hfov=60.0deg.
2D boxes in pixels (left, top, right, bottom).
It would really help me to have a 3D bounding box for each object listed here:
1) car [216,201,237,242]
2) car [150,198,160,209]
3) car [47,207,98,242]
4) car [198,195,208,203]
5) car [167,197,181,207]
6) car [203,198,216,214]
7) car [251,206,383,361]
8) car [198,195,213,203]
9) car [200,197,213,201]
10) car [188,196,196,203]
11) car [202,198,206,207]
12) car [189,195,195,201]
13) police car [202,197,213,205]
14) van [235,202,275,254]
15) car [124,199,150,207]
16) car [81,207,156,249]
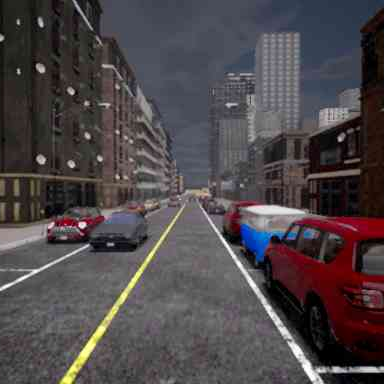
[{"bbox_3d":[2.676,1.401,16.802,2.192,1.841,5.009,-1,0,0],"label":"car"},{"bbox_3d":[-5.693,1.742,43.286,1.752,1.417,4.829,-1,0,0],"label":"car"},{"bbox_3d":[-5.701,1.526,16.811,1.967,1.590,4.097,-1,0,0],"label":"car"},{"bbox_3d":[2.662,1.715,82.562,2.192,1.841,5.009,-1,0,0],"label":"car"},{"bbox_3d":[-3.045,1.633,56.688,2.097,1.767,4.553,0,0,0],"label":"car"},{"bbox_3d":[2.687,1.751,37.932,2.008,1.369,4.403,-1,0,0],"label":"car"},{"bbox_3d":[2.673,1.347,5.988,2.192,1.841,5.009,-1,0,0],"label":"car"},{"bbox_3d":[2.654,1.587,54.664,2.192,1.841,5.009,-1,0,0],"label":"car"},{"bbox_3d":[2.657,1.811,49.083,1.947,1.339,4.313,-1,0,0],"label":"car"},{"bbox_3d":[0.022,1.764,78.538,2.128,1.511,4.902,0,0,0],"label":"car"},{"bbox_3d":[2.655,1.784,43.504,1.947,1.339,4.313,-1,0,0],"label":"car"},{"bbox_3d":[0.026,1.749,95.552,1.882,1.535,5.008,0,0,0],"label":"car"},{"bbox_3d":[3.018,1.749,65.837,1.930,1.638,5.238,0,0,0],"label":"police car"},{"bbox_3d":[2.675,1.400,11.395,1.690,1.788,3.998,-1,0,0],"label":"van"},{"bbox_3d":[-5.697,1.607,33.033,1.967,1.590,4.097,-1,0,0],"label":"car"},{"bbox_3d":[-3.096,1.626,15.295,2.033,1.411,5.357,0,0,0],"label":"car"}]
